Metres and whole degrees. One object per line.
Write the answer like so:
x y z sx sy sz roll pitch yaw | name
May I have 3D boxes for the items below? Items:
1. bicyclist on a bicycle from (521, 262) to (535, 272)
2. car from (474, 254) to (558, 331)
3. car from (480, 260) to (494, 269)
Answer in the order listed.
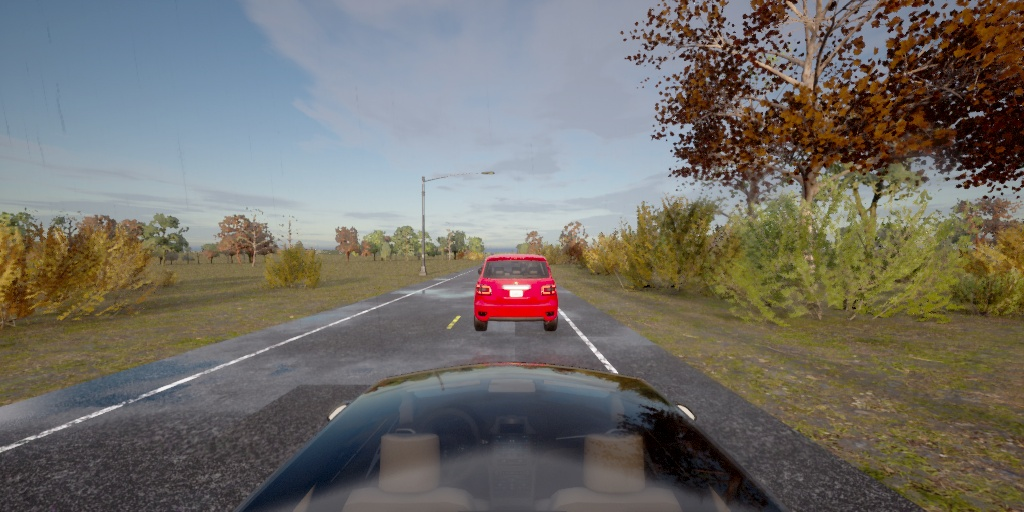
0.945 1.114 18.772 0.659 1.776 1.843 0 0 0 | bicyclist on a bicycle
0.093 0.968 11.066 2.150 2.045 5.566 0 0 0 | car
-3.858 1.299 56.541 1.994 1.385 4.181 0 0 0 | car
